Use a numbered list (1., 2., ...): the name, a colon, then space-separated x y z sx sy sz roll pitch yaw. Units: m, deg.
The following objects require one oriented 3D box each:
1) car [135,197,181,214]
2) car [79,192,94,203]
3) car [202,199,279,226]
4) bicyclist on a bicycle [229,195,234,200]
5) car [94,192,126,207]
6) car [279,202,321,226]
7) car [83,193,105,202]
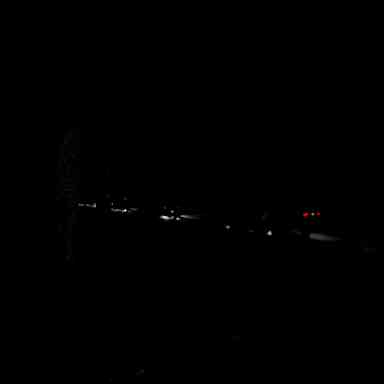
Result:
1. car: -3.093 1.129 28.733 2.033 1.411 5.357 1 1 -35
2. car: -14.807 0.753 45.607 1.837 1.490 4.892 1 1 -34
3. car: 2.592 1.235 20.599 2.128 1.511 4.902 1 1 -35
4. bicyclist on a bicycle: 3.532 1.123 29.685 1.656 1.620 0.582 0 1 -35
5. car: -8.880 0.768 37.046 2.097 1.767 4.553 1 1 -35
6. car: 5.649 1.331 21.752 2.033 1.411 5.357 1 1 -38
7. car: -15.070 0.799 51.058 1.895 1.301 4.718 1 1 -35
